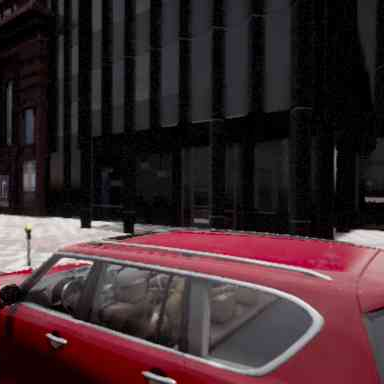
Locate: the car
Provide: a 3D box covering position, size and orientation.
[{"bbox_3d":[-0.401,1.303,3.243,5.009,1.841,2.192,0,0,35],"label":"car"}]
